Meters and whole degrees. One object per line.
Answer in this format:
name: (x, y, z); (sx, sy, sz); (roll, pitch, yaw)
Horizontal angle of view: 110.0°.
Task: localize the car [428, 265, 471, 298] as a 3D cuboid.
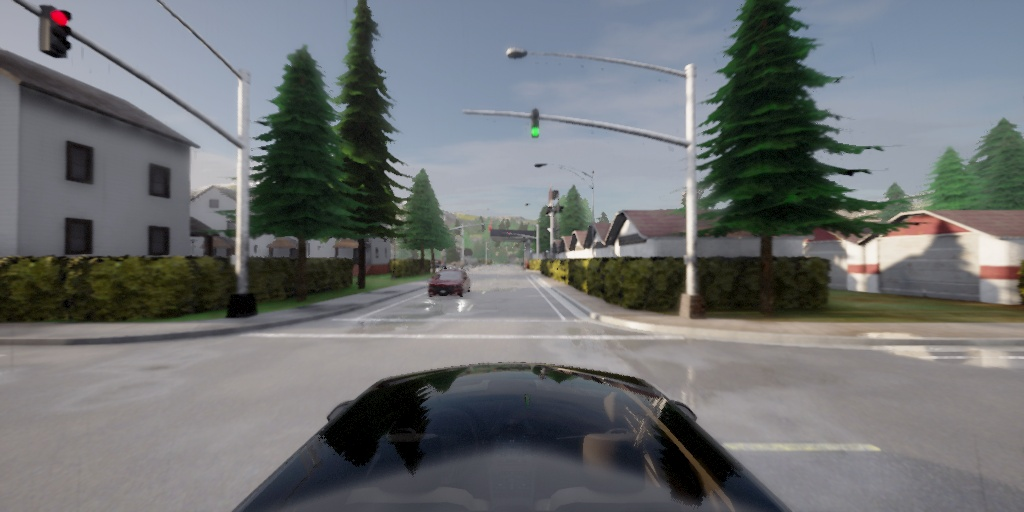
car: (-3.502, 1.509, 20.712); (1.882, 1.535, 5.008); (0, 0, 0)
